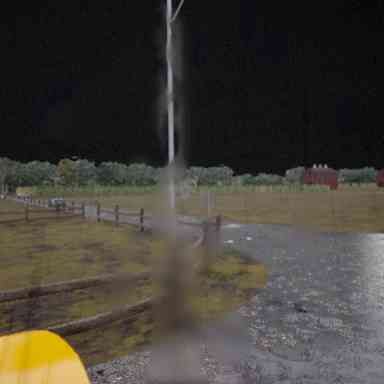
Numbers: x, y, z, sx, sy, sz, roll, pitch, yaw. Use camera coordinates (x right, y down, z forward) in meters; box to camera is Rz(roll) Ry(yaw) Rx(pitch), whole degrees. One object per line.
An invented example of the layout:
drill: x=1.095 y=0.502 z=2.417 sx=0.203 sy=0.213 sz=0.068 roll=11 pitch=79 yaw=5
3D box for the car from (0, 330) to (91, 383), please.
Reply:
car: x=-2.789 y=1.521 z=0.959 sx=5.008 sy=1.535 sz=1.882 roll=-1 pitch=1 yaw=-34

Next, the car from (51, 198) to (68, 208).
car: x=-19.724 y=1.556 z=48.756 sx=2.033 sy=1.411 sz=5.357 roll=-3 pitch=2 yaw=-34
